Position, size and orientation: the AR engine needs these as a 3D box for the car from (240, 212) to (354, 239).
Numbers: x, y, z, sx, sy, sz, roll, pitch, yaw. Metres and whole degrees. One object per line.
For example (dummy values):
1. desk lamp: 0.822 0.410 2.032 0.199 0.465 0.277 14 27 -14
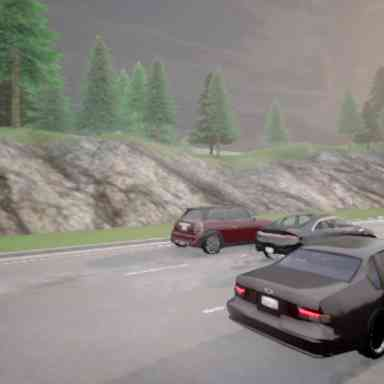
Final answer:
1. car: 4.223 1.464 11.057 4.902 1.511 2.128 0 0 -35

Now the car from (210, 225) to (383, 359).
1. car: 3.092 1.531 5.951 5.357 1.411 2.033 0 0 -36

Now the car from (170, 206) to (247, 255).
1. car: 1.452 1.326 13.380 4.553 1.767 2.097 0 0 -35
